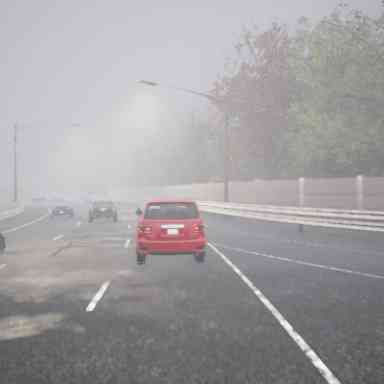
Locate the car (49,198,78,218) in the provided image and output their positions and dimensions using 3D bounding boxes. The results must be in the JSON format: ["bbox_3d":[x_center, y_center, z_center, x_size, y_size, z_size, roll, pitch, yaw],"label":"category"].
[{"bbox_3d":[-11.931,1.568,30.930,1.812,1.442,4.674,0,0,-17],"label":"car"}]

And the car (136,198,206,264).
[{"bbox_3d":[-0.864,1.225,12.139,2.150,2.045,5.566,0,0,-7],"label":"car"}]

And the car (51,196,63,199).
[{"bbox_3d":[-27.465,1.465,67.717,1.994,1.385,4.181,0,0,-41],"label":"car"}]

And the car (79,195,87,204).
[{"bbox_3d":[-19.644,1.672,63.520,1.895,1.301,4.718,0,0,-29],"label":"car"}]

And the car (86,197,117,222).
[{"bbox_3d":[-7.169,1.378,26.948,2.097,1.767,4.553,0,0,-14],"label":"car"}]

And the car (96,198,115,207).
[{"bbox_3d":[-13.949,1.652,53.309,1.895,1.301,4.718,0,0,-28],"label":"car"}]

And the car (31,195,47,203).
[{"bbox_3d":[-30.214,1.399,65.550,1.882,1.535,5.008,0,0,-41],"label":"car"}]

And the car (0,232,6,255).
[{"bbox_3d":[-7.702,1.591,10.587,1.994,1.385,4.181,0,0,-6],"label":"car"}]

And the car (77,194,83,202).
[{"bbox_3d":[-22.844,1.397,69.482,1.837,1.490,4.892,0,0,-25],"label":"car"}]

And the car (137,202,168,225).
[{"bbox_3d":[-3.055,1.538,25.002,1.812,1.442,4.674,0,0,-13],"label":"car"}]
